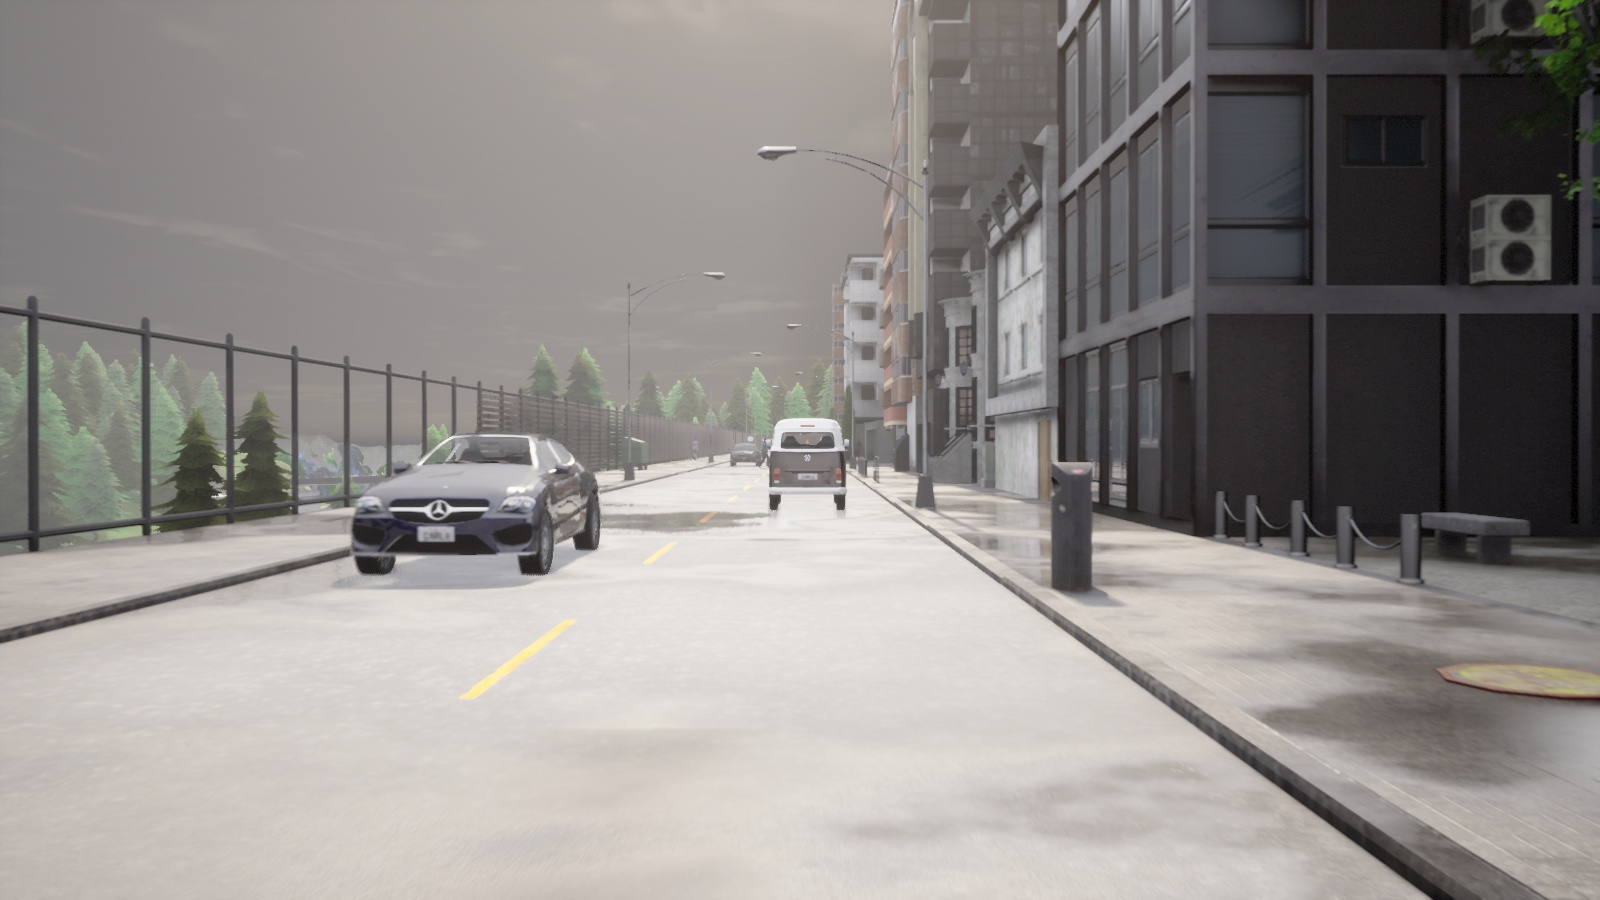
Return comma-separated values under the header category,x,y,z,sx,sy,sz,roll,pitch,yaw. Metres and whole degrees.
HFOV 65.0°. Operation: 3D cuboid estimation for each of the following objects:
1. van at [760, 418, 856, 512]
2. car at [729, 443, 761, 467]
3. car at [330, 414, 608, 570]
category,x,y,z,sx,sy,sz,roll,pitch,yaw
van,0.179,0.304,29.394,2.069,2.038,4.480,0,0,0
car,-3.530,0.289,81.548,1.837,1.490,4.892,0,0,0
car,-3.895,0.433,15.829,2.152,1.651,5.027,0,0,0
